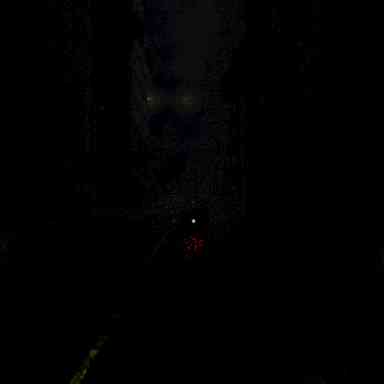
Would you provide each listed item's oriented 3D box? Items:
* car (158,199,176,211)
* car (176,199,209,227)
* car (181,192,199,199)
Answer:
[{"bbox_3d":[-2.845,1.473,38.956,1.994,1.385,4.181,0,0,0],"label":"car"},{"bbox_3d":[0.096,1.471,22.397,1.837,1.490,4.892,0,1,0],"label":"car"},{"bbox_3d":[0.092,1.252,40.920,2.097,1.767,4.553,0,0,0],"label":"car"}]
